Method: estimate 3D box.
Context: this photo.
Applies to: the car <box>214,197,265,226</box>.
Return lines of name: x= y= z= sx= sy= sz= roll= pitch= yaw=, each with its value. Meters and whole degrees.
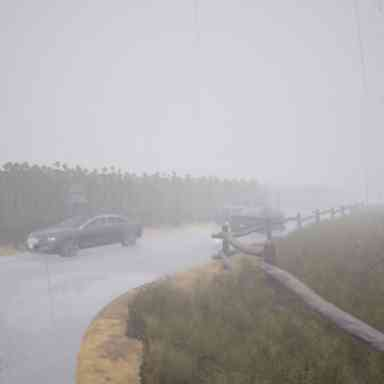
car: x=3.816 y=1.409 z=25.020 sx=2.150 sy=2.045 sz=5.566 roll=-1 pitch=-1 yaw=35

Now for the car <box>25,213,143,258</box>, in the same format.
car: x=-4.188 y=1.644 z=13.640 sx=2.128 sy=1.511 sz=4.902 roll=-1 pitch=-1 yaw=37

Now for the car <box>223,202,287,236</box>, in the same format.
car: x=4.040 y=1.615 z=19.565 sx=1.882 sy=1.535 sz=5.008 roll=-1 pitch=-1 yaw=35
